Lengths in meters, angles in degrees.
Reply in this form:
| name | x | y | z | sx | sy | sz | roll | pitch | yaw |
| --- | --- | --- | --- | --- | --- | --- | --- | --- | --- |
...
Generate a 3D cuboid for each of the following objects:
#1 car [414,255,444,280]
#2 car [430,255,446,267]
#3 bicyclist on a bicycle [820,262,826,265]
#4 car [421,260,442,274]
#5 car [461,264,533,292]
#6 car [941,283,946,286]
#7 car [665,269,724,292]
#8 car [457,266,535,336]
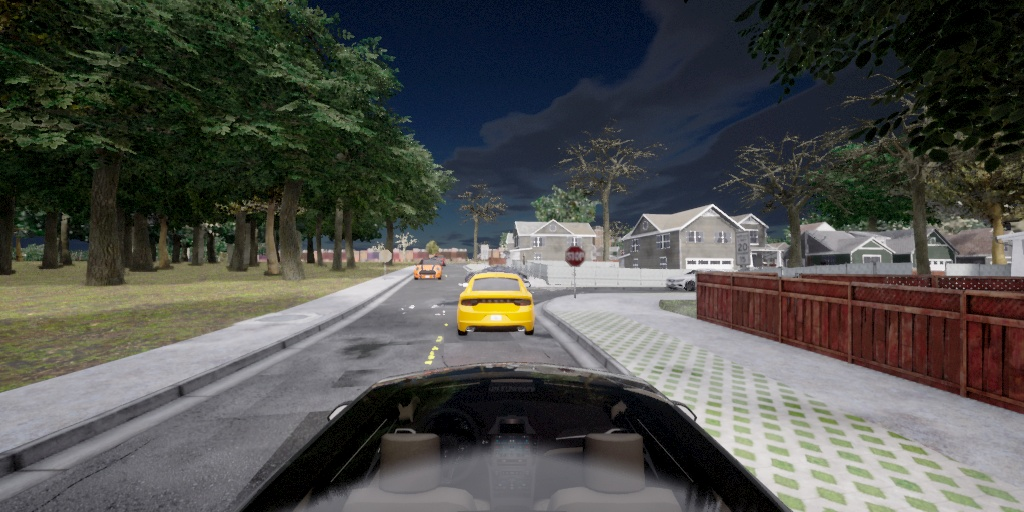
| name | x | y | z | sx | sy | sz | roll | pitch | yaw |
| --- | --- | --- | --- | --- | --- | --- | --- | --- | --- |
| car | -6.934 | 1.000 | 29.862 | 2.097 | 1.767 | 4.553 | 0 | 0 | -11 |
| car | -12.521 | 0.796 | 60.960 | 2.150 | 2.045 | 5.566 | 0 | 1 | -8 |
| bicyclist on a bicycle | 15.825 | 1.106 | 18.012 | 0.582 | 1.620 | 1.656 | 1 | -3 | -10 |
| car | -8.618 | 1.170 | 38.755 | 1.994 | 1.385 | 4.181 | 0 | 0 | -10 |
| car | -0.980 | 1.339 | 23.338 | 4.181 | 1.385 | 1.994 | 4 | 1 | 25 |
| car | 35.672 | 1.905 | 27.537 | 4.892 | 1.490 | 1.837 | 1 | -3 | -10 |
| car | 12.363 | 1.543 | 23.316 | 4.674 | 1.442 | 1.812 | 1 | -3 | -10 |
| car | -0.465 | 1.226 | 10.491 | 1.882 | 1.535 | 5.008 | 0 | 0 | -3 |
